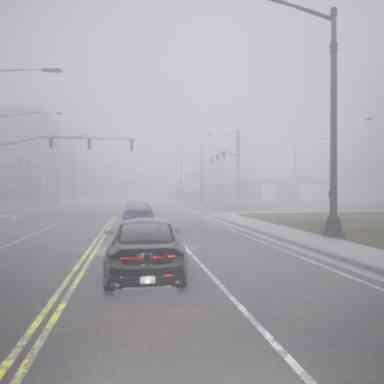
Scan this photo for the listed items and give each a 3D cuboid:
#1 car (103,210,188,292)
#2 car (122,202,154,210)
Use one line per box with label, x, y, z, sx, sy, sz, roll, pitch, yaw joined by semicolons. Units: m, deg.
car;-1.267;1.454;8.888;1.837;1.490;4.892;0;0;-10
car;-3.419;1.358;21.076;1.882;1.535;5.008;0;0;-10
